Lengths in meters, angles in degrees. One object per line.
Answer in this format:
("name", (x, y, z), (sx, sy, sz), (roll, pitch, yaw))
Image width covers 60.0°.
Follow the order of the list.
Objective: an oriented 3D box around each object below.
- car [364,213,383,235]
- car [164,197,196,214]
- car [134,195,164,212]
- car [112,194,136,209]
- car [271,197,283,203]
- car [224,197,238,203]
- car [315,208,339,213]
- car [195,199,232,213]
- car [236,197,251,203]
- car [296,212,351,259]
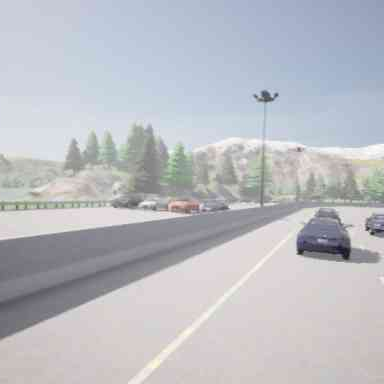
("car", (12.557, 2.075, 21.837), (2.033, 1.411, 5.357), (2, 0, 23))
("car", (-0.772, 1.312, 35.812), (2.097, 1.767, 4.553), (2, 0, 23))
("car", (-4.119, 1.344, 36.888), (1.812, 1.442, 4.674), (2, 0, 23))
("car", (-7.261, 1.037, 38.416), (2.097, 1.767, 4.553), (2, 0, 23))
("car", (18.347, 1.855, 71.710), (1.882, 1.535, 5.008), (2, 0, 28))
("car", (9.026, 1.805, 76.530), (1.994, 1.385, 4.181), (2, 0, 24))
("car", (11.496, 2.045, 28.402), (1.994, 1.385, 4.181), (2, 0, 23))
("car", (2.473, 1.589, 34.525), (2.128, 1.511, 4.902), (2, 0, 23))
("car", (12.117, 1.890, 74.889), (1.837, 1.490, 4.892), (2, 0, 24))
("car", (5.574, 1.797, 14.082), (1.994, 1.385, 4.181), (2, 0, 23))
